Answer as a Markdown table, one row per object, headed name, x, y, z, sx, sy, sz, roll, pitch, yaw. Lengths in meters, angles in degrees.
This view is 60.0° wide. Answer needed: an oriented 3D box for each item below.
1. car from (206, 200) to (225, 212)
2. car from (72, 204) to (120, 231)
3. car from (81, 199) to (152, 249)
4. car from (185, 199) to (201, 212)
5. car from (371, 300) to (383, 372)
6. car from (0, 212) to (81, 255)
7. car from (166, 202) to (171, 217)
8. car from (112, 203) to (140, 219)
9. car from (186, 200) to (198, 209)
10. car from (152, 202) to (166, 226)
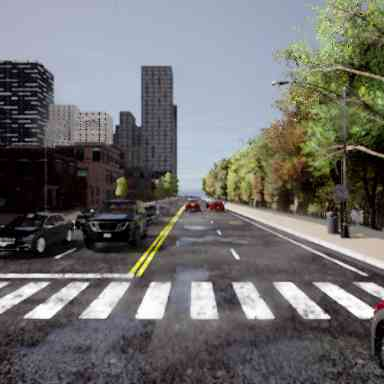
| name | x | y | z | sx | sy | sz | roll | pitch | yaw |
| --- | --- | --- | --- | --- | --- | --- | --- | --- | --- |
| car | 3.371 | 1.883 | 45.240 | 1.882 | 1.535 | 5.008 | 0 | -1 | 0 |
| car | -6.586 | 1.689 | 23.480 | 1.882 | 1.535 | 5.008 | 0 | -1 | 0 |
| car | -3.357 | 1.363 | 15.700 | 2.150 | 2.045 | 5.566 | 0 | -1 | -1 |
| car | 0.121 | 1.763 | 45.910 | 2.097 | 1.767 | 4.553 | 0 | -1 | 0 |
| car | 3.351 | 1.375 | 2.432 | 2.097 | 1.767 | 4.553 | 0 | -1 | 0 |
| car | -6.597 | 1.632 | 14.104 | 1.837 | 1.490 | 4.892 | 0 | -1 | 0 |
| car | -3.320 | 1.815 | 36.038 | 2.128 | 1.511 | 4.902 | 0 | -1 | 0 |
| car | -6.584 | 1.864 | 33.477 | 1.994 | 1.385 | 4.181 | 0 | -1 | -1 |
| car | 0.029 | 2.061 | 55.705 | 1.994 | 1.385 | 4.181 | 0 | -1 | 0 |
| car | -3.337 | 1.736 | 25.728 | 1.837 | 1.490 | 4.892 | 0 | -1 | 0 |
